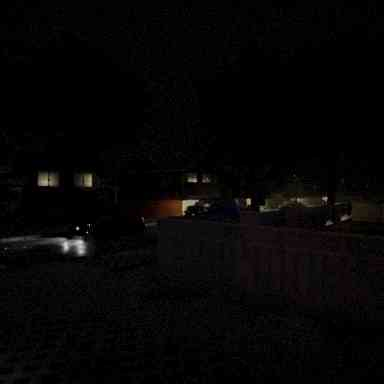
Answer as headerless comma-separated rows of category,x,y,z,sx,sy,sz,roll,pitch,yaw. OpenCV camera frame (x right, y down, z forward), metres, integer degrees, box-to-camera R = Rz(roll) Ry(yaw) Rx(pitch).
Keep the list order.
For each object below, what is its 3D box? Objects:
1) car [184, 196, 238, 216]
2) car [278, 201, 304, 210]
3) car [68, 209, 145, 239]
car,1.690,1.354,26.752,2.150,2.045,5.566,0,0,35
car,12.679,1.802,42.136,2.033,1.411,5.357,0,0,36
car,-4.497,1.633,18.039,1.994,1.385,4.181,0,0,35
